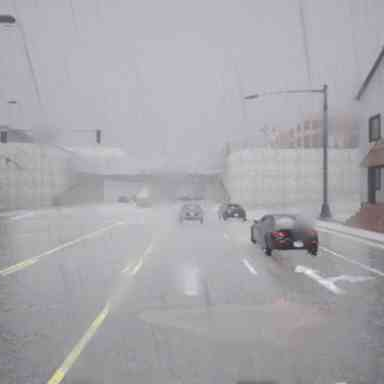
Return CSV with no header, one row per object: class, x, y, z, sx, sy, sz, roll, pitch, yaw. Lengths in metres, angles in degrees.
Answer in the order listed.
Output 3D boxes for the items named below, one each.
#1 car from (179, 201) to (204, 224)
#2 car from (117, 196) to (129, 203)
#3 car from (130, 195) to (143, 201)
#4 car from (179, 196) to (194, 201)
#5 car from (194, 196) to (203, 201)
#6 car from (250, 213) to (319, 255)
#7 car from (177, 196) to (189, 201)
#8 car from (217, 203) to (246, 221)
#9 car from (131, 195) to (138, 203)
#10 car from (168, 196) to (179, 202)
car,-0.024,1.620,25.500,2.033,1.411,5.357,0,0,0
car,-15.244,1.650,73.784,1.882,1.535,5.008,0,0,-1
car,-14.865,1.682,89.568,1.837,1.490,4.892,0,0,9
car,-1.331,1.675,84.982,1.882,1.535,5.008,0,0,6
car,1.377,1.814,95.107,1.895,1.301,4.718,0,0,28
car,3.537,1.557,13.288,1.812,1.442,4.674,0,0,0
car,-2.498,1.751,94.965,1.994,1.385,4.181,0,0,24
car,3.340,1.627,28.304,1.812,1.442,4.674,0,0,-3
car,-11.728,1.671,73.227,1.837,1.490,4.892,0,0,-1
car,-4.812,1.720,85.309,1.812,1.442,4.674,0,0,6
